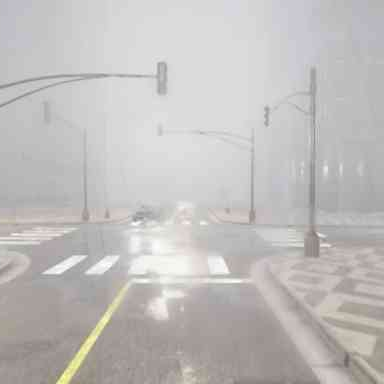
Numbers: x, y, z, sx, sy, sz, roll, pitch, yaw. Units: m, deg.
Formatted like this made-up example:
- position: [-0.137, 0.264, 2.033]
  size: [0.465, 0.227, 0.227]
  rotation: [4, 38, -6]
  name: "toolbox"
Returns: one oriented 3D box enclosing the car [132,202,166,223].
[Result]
- position: [-3.029, 1.433, 24.051]
  size: [1.895, 1.301, 4.718]
  rotation: [0, 1, 1]
  name: "car"
